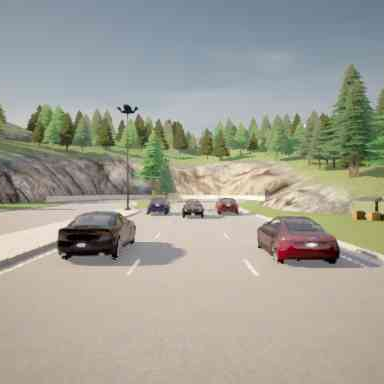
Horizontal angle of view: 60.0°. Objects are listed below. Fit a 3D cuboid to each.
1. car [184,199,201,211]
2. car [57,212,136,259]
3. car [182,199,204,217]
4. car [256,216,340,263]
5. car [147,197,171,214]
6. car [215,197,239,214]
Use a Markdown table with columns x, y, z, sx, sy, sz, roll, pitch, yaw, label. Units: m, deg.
| x | y | z | sx | sy | sz | roll | pitch | yaw | label |
| --- | --- | --- | --- | --- | --- | --- | --- | --- | --- |
| 0.114 | 1.564 | 41.476 | 1.994 | 1.385 | 4.181 | 0 | 0 | 1 | car |
| -3.400 | 1.477 | 12.690 | 1.882 | 1.535 | 5.008 | 0 | 0 | 0 | car |
| 0.094 | 1.601 | 30.928 | 1.895 | 1.301 | 4.718 | 0 | 0 | 0 | car |
| 3.600 | 1.564 | 12.004 | 1.994 | 1.385 | 4.181 | 0 | 0 | 0 | car |
| -3.403 | 1.353 | 34.930 | 2.097 | 1.767 | 4.553 | 0 | 0 | 0 | car |
| 3.598 | 1.354 | 34.895 | 2.097 | 1.767 | 4.553 | 0 | 0 | 0 | car |
